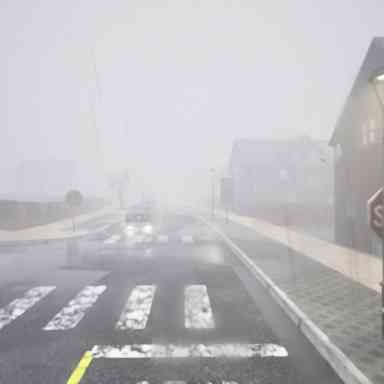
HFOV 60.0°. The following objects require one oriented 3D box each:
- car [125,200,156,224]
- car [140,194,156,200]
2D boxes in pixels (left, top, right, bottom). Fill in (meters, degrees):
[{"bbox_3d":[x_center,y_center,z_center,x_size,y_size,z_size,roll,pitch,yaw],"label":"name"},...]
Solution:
[{"bbox_3d":[-3.794,1.580,24.791,1.994,1.385,4.181,0,0,-5],"label":"car"},{"bbox_3d":[-6.749,1.252,51.196,2.150,2.045,5.566,0,0,-9],"label":"car"}]
